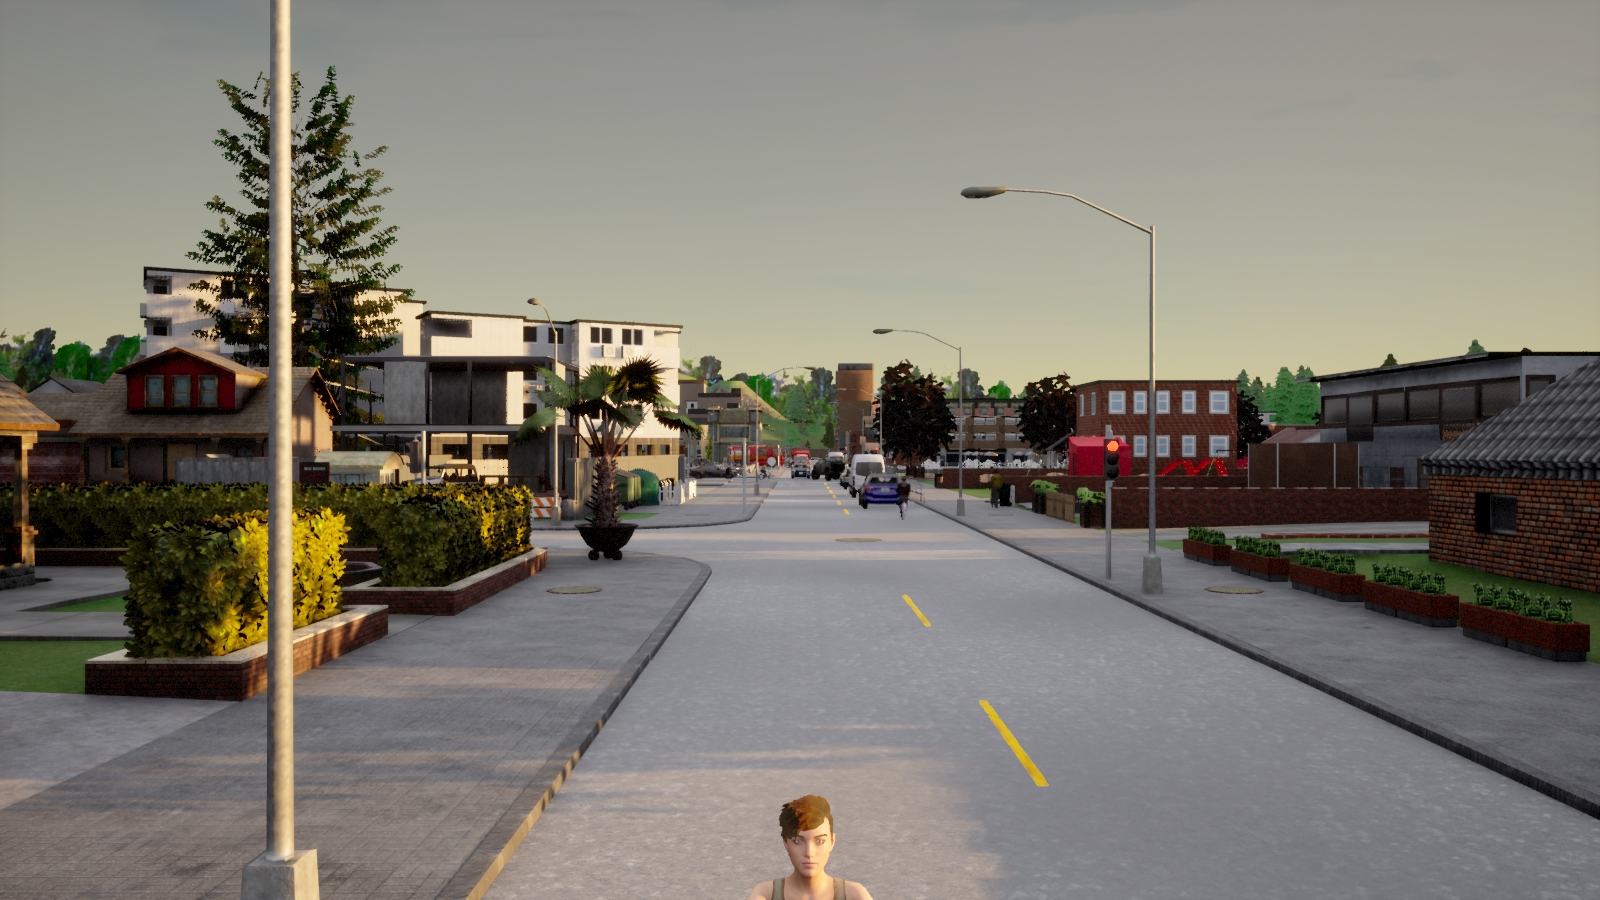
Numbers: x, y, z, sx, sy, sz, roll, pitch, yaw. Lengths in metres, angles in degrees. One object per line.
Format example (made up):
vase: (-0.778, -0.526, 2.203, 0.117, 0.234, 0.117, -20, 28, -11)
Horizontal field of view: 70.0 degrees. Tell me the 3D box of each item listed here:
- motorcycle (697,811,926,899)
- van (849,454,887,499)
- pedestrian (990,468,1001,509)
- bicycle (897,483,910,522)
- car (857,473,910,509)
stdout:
motorcycle: (0.039, 2.155, 3.558, 0.764, 1.307, 2.356, 0, 0, 0)
van: (4.034, 1.535, 69.060, 1.988, 2.561, 5.915, 0, 0, 0)
pedestrian: (8.860, 1.744, 51.875, 0.375, 1.860, 0.375, 0, 0, -11)
bicycle: (4.099, 2.060, 45.254, 0.329, 1.471, 1.835, 0, 0, -1)
car: (4.046, 1.962, 56.168, 2.242, 1.667, 4.611, 0, -1, 0)
